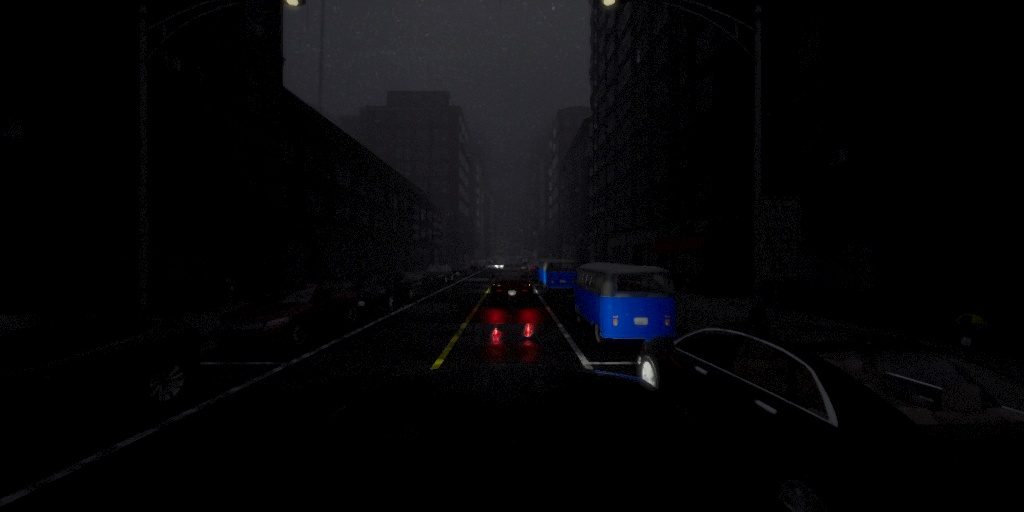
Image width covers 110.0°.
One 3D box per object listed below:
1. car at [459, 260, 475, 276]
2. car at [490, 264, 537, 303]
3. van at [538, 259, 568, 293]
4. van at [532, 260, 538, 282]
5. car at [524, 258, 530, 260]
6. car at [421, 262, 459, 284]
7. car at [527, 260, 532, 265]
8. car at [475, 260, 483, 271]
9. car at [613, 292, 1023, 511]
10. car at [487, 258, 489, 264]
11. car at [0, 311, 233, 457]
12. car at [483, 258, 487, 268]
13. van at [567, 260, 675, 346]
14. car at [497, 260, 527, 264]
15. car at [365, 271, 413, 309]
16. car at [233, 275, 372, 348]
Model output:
[{"bbox_3d":[-5.387,1.307,37.567,1.948,1.339,4.313,0,0,0],"label":"car"},{"bbox_3d":[0.000,1.281,16.500,1.812,1.442,4.674,0,0,0],"label":"car"},{"bbox_3d":[2.638,1.087,20.520,1.690,1.789,3.998,0,0,0],"label":"van"},{"bbox_3d":[2.638,1.085,26.203,1.690,1.789,3.998,0,0,0],"label":"van"},{"bbox_3d":[2.638,1.265,43.420,1.751,1.417,4.829,0,0,0],"label":"car"},{"bbox_3d":[-5.387,1.295,26.203,2.007,1.370,4.403,0,0,0],"label":"car"},{"bbox_3d":[2.638,1.323,37.568,1.802,1.307,4.207,0,0,0],"label":"car"},{"bbox_3d":[-5.387,1.282,48.932,1.888,1.381,4.507,0,0,0],"label":"car"},{"bbox_3d":[2.638,1.299,3.473,2.007,1.370,4.403,0,0,0],"label":"car"},{"bbox_3d":[-5.387,1.278,60.297,1.888,1.381,4.507,0,0,0],"label":"car"},{"bbox_3d":[-5.388,1.314,3.473,1.948,1.339,4.313,0,0,0],"label":"car"},{"bbox_3d":[-5.387,1.286,54.614,2.007,1.370,4.403,0,0,0],"label":"car"},{"bbox_3d":[2.638,1.089,9.156,1.690,1.789,3.998,0,0,0],"label":"van"},{"bbox_3d":[0.000,1.307,31.500,2.033,1.411,5.357,0,0,0],"label":"car"},{"bbox_3d":[-5.387,1.313,14.838,1.948,1.339,4.313,0,0,0],"label":"car"},{"bbox_3d":[-5.388,1.330,9.155,1.802,1.307,4.207,0,0,0],"label":"car"}]
